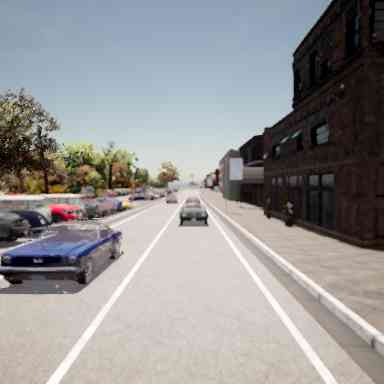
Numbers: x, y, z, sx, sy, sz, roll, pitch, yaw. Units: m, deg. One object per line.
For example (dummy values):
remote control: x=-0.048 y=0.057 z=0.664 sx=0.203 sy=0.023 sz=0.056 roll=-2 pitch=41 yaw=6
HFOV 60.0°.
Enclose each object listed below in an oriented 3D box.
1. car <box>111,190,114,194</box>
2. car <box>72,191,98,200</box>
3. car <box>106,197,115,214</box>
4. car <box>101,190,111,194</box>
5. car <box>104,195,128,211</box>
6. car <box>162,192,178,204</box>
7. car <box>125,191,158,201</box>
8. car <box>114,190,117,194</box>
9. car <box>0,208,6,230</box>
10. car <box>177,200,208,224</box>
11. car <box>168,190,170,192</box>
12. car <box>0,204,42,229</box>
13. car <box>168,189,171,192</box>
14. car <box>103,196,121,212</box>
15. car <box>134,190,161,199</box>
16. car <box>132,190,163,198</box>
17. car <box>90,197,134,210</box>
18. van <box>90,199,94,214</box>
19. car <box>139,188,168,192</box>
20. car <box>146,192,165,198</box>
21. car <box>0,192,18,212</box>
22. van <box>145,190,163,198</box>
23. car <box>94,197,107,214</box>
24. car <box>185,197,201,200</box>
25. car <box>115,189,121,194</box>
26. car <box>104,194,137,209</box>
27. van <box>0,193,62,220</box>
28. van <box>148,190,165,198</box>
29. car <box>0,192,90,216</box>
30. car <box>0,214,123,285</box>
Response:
car: x=-21.791 y=0.825 z=79.043 sx=4.792 sy=1.488 sz=2.163 roll=0 pitch=0 yaw=0
car: x=-21.868 y=0.762 z=67.872 sx=4.553 sy=1.767 sz=2.185 roll=0 pitch=0 yaw=0
car: x=-9.282 y=1.378 z=27.846 sx=4.792 sy=1.488 sz=2.163 roll=0 pitch=0 yaw=0
car: x=-21.846 y=0.819 z=76.344 sx=4.892 sy=1.521 sz=2.231 roll=0 pitch=0 yaw=0
car: x=-9.317 y=1.343 z=33.413 sx=4.792 sy=1.488 sz=2.163 roll=0 pitch=0 yaw=0
car: x=-3.278 y=1.154 z=53.744 sx=1.812 sy=1.442 sz=4.674 roll=0 pitch=0 yaw=0
car: x=-9.388 y=0.966 z=62.171 sx=4.792 sy=1.488 sz=2.163 roll=0 pitch=0 yaw=0
car: x=-21.771 y=0.802 z=81.866 sx=4.792 sy=1.488 sz=2.163 roll=0 pitch=0 yaw=0
car: x=-9.566 y=1.450 z=11.148 sx=5.366 sy=1.575 sz=1.946 roll=0 pitch=0 yaw=0
car: x=0.116 y=1.452 z=23.175 sx=1.895 sy=1.301 sz=4.718 roll=0 pitch=0 yaw=0
car: x=-9.168 y=0.716 z=90.440 sx=4.674 sy=1.452 sz=2.002 roll=0 pitch=1 yaw=0
car: x=-9.363 y=1.437 z=13.930 sx=4.892 sy=1.521 sz=2.231 roll=0 pitch=0 yaw=0
car: x=-9.143 y=0.647 z=93.274 sx=4.674 sy=1.452 sz=2.002 roll=0 pitch=1 yaw=0
car: x=-9.302 y=1.371 z=30.630 sx=4.674 sy=1.452 sz=2.002 roll=0 pitch=0 yaw=0
car: x=-9.322 y=0.930 z=67.823 sx=4.674 sy=1.452 sz=2.002 roll=0 pitch=0 yaw=0
car: x=-9.486 y=0.863 z=70.649 sx=5.366 sy=1.575 sz=1.946 roll=0 pitch=0 yaw=0
car: x=-9.280 y=1.320 z=38.838 sx=4.674 sy=1.452 sz=2.002 roll=-1 pitch=0 yaw=1
van: x=-9.219 y=1.159 z=22.154 sx=4.442 sy=1.987 sz=1.878 roll=0 pitch=0 yaw=0
car: x=-9.214 y=0.546 z=79.123 sx=5.566 sy=2.045 sz=2.435 roll=0 pitch=0 yaw=0
car: x=-9.206 y=0.790 z=84.776 sx=4.674 sy=1.452 sz=2.002 roll=0 pitch=0 yaw=0
car: x=-22.385 y=1.042 z=36.252 sx=5.566 sy=2.045 sz=2.435 roll=0 pitch=0 yaw=0
van: x=-9.340 y=0.548 z=81.949 sx=4.442 sy=1.987 sz=1.878 roll=0 pitch=0 yaw=0
car: x=-9.316 y=1.368 z=25.063 sx=4.892 sy=1.521 sz=2.231 roll=0 pitch=0 yaw=0
car: x=0.127 y=1.288 z=41.428 sx=1.994 sy=1.385 sz=4.181 roll=0 pitch=0 yaw=0
car: x=-21.752 y=0.498 z=84.687 sx=5.566 sy=2.045 sz=2.435 roll=0 pitch=0 yaw=0
car: x=-9.091 y=1.293 z=36.195 sx=5.366 sy=1.575 sz=1.946 roll=0 pitch=0 yaw=0
van: x=-9.241 y=1.193 z=16.712 sx=4.442 sy=1.987 sz=1.878 roll=0 pitch=0 yaw=0
van: x=-9.302 y=0.499 z=87.479 sx=4.442 sy=1.987 sz=1.878 roll=0 pitch=1 yaw=0
car: x=-9.318 y=1.150 z=19.495 sx=5.566 sy=2.045 sz=2.435 roll=0 pitch=0 yaw=0
car: x=-3.344 y=1.544 z=9.443 sx=1.895 sy=1.301 sz=4.718 roll=0 pitch=0 yaw=0
